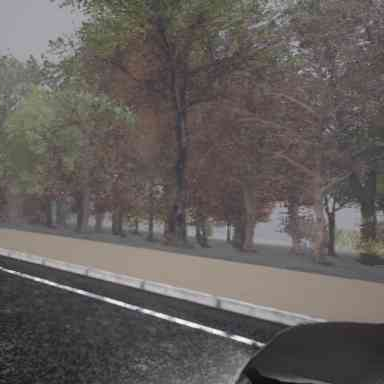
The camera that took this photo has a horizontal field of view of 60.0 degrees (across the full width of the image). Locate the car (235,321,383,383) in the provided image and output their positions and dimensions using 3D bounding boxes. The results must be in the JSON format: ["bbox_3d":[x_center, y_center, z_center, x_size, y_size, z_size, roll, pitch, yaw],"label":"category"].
[{"bbox_3d":[2.280,1.570,2.060,4.181,1.385,1.994,1,0,36],"label":"car"}]
